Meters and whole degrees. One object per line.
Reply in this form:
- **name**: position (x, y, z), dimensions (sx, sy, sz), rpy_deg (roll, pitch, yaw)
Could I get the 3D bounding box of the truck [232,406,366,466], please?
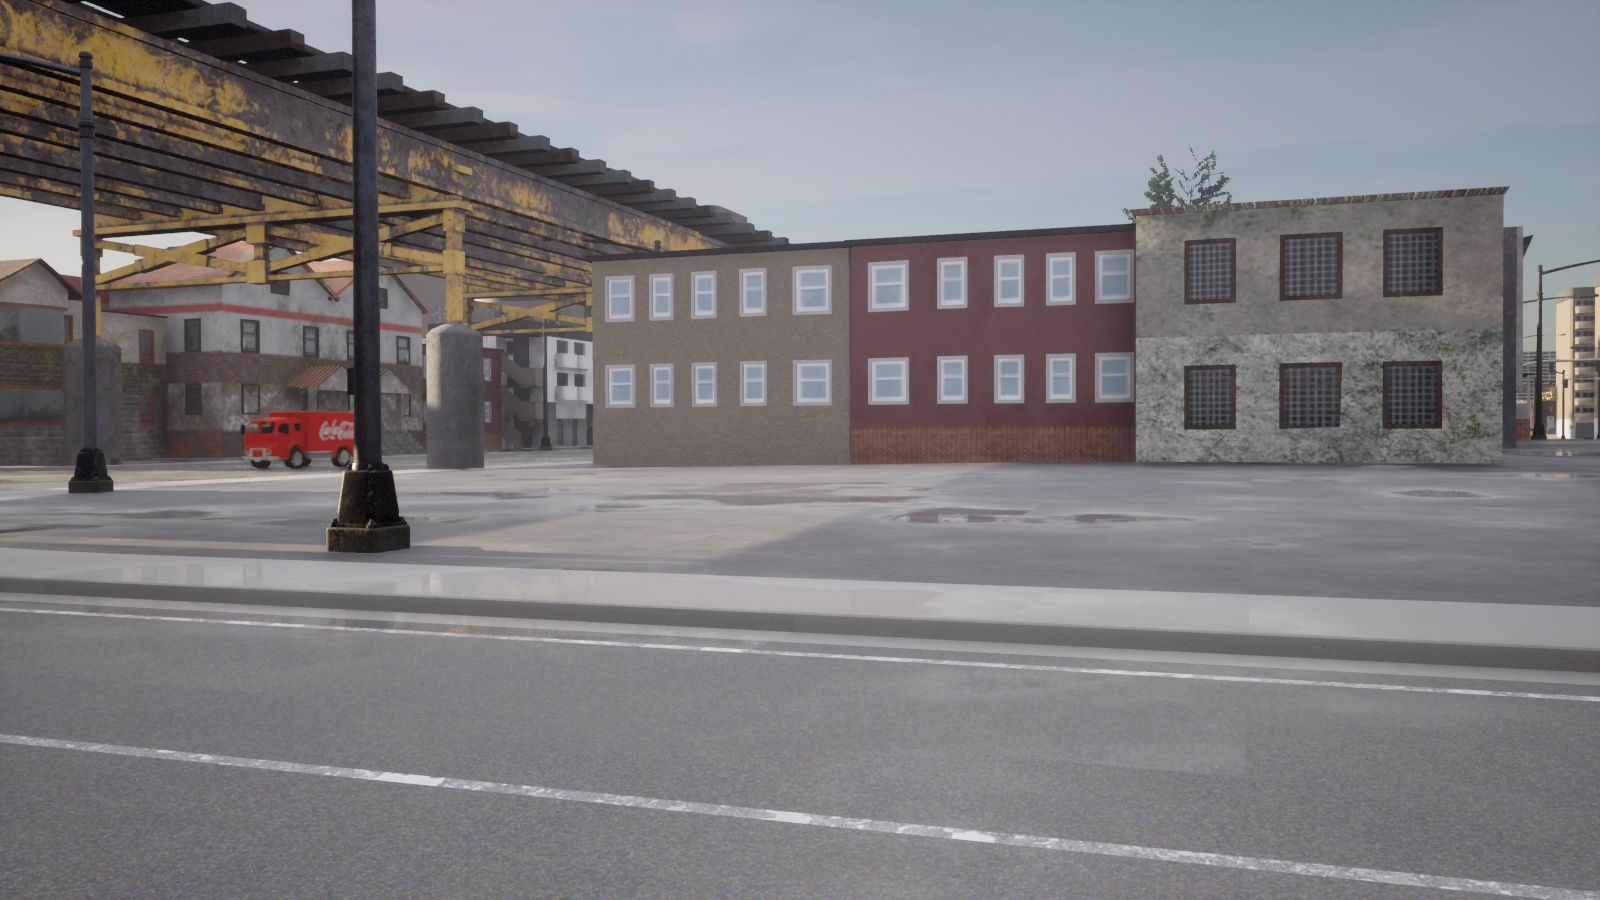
- **truck**: position (-21.751, -0.619, 54.762), dimensions (2.627, 2.467, 5.204), rpy_deg (1, 1, 20)
